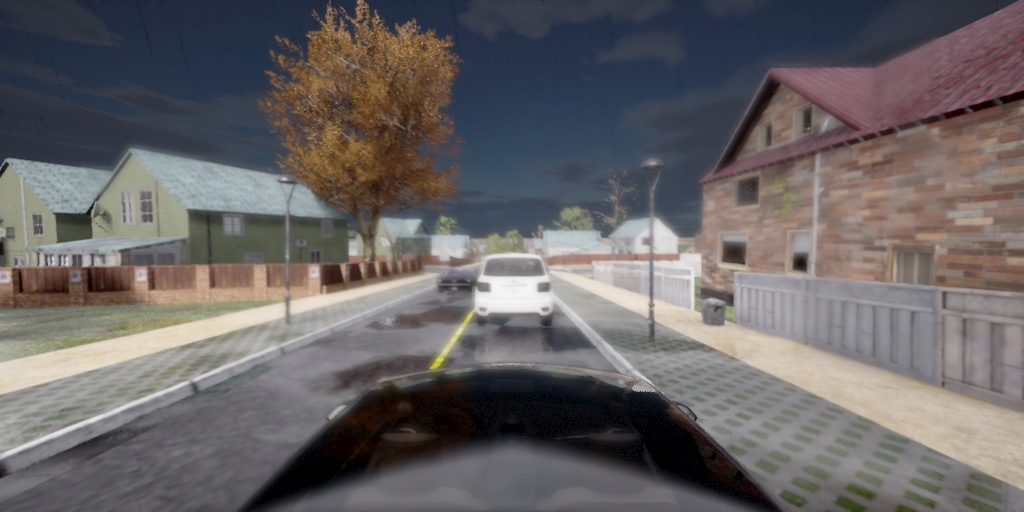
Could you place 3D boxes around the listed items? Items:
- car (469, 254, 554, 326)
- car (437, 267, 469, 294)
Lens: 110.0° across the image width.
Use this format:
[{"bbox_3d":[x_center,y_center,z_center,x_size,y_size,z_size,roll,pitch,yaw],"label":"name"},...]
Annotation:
[{"bbox_3d":[0.073,0.948,11.747,2.150,2.045,5.566,0,0,0],"label":"car"},{"bbox_3d":[-2.848,1.310,19.927,1.895,1.301,4.718,0,0,0],"label":"car"}]
